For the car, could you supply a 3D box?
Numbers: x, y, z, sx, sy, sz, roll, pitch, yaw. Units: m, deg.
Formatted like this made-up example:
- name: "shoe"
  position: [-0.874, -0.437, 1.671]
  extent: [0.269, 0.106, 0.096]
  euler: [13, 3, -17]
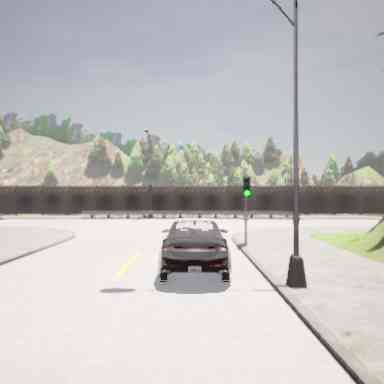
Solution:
- name: "car"
  position: [0.080, 1.588, 10.087]
  extent: [2.128, 1.511, 4.902]
  euler: [0, -1, 0]
